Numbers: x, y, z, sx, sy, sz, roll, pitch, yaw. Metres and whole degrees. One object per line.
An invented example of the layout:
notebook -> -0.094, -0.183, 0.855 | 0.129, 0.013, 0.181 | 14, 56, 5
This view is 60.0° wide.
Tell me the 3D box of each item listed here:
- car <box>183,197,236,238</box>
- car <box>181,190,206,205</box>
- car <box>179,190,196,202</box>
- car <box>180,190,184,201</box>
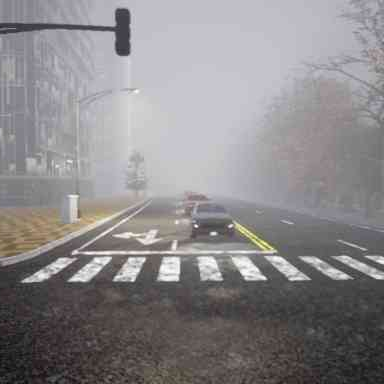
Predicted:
car -> 0.748, 1.173, 15.582 | 2.033, 1.411, 5.357 | 0, 1, -2
car -> 0.360, 0.888, 25.462 | 1.882, 1.535, 5.008 | 0, 1, -3
car -> -0.743, 0.453, 46.393 | 2.128, 1.511, 4.902 | 0, 1, -3
car -> -0.127, 0.685, 35.524 | 2.128, 1.511, 4.902 | 0, 1, -3
